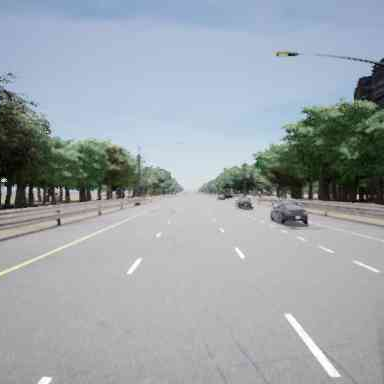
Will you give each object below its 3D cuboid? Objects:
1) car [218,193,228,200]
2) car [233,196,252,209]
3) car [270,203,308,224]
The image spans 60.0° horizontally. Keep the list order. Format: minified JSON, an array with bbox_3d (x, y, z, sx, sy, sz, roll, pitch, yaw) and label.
[{"bbox_3d":[7.944,1.536,89.782,2.033,1.411,5.357,0,0,8],"label":"car"},{"bbox_3d":[7.060,1.527,45.774,1.812,1.442,4.674,0,0,0],"label":"car"},{"bbox_3d":[7.027,1.535,24.302,1.812,1.442,4.674,0,0,0],"label":"car"}]
